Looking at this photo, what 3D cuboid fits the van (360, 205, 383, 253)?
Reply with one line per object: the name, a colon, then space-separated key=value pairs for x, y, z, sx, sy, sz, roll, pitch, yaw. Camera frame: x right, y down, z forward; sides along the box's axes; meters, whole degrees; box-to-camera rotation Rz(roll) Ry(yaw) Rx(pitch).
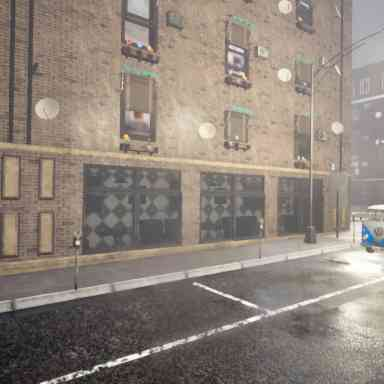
van: x=7.819 y=1.345 z=12.229 sx=3.998 sy=1.788 sz=1.690 roll=0 pitch=1 yaw=-36
